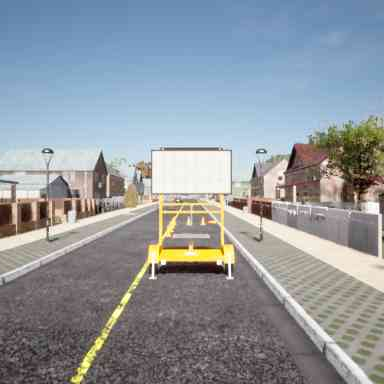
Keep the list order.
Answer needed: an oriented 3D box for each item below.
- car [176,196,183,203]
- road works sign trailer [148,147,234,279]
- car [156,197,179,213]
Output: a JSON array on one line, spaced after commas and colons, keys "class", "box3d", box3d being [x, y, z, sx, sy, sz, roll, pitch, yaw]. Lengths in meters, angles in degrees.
[{"class": "car", "box3d": [-2.953, 1.714, 73.475, 2.128, 1.511, 4.902, 0, 0, 0]}, {"class": "road works sign trailer", "box3d": [-0.015, 0.471, 10.023, 2.380, 3.560, 2.880, 0, 0, 0]}, {"class": "car", "box3d": [-2.955, 1.614, 38.253, 2.033, 1.411, 5.357, 0, 0, 0]}]
